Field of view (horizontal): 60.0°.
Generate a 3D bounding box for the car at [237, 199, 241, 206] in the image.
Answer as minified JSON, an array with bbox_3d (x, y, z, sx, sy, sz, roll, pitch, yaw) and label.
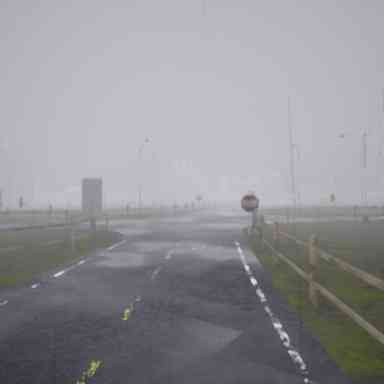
[{"bbox_3d":[10.945,2.267,70.887,1.837,1.490,4.892,0,-1,21],"label":"car"}]
